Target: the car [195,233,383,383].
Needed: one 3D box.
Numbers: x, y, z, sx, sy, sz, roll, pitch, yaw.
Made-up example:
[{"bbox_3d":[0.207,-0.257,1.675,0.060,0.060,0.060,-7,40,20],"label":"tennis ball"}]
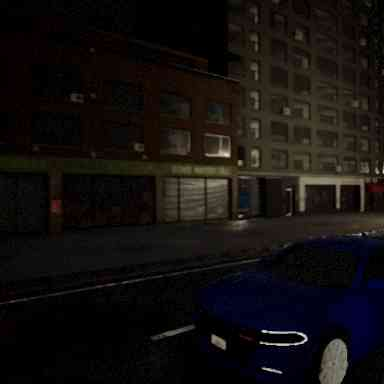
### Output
[{"bbox_3d":[2.345,1.486,5.359,5.008,1.535,1.882,0,0,-36],"label":"car"}]
